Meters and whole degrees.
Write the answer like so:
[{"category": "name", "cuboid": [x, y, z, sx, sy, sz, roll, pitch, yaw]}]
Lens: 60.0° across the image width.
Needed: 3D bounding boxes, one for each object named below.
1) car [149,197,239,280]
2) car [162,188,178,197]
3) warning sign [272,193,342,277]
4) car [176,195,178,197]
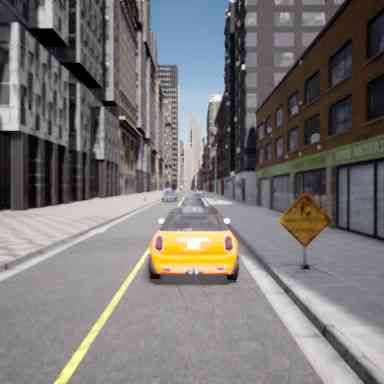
[{"category": "car", "cuboid": [0.063, 1.173, 9.513, 2.097, 1.767, 4.553, 0, 1, 1]}, {"category": "car", "cuboid": [-3.080, 0.466, 46.844, 2.097, 1.767, 4.553, 0, 1, 0]}, {"category": "warning sign", "cuboid": [2.707, 0.965, 8.004, 1.300, 1.860, 1.060, -1, 0, 0]}, {"category": "car", "cuboid": [0.067, 1.073, 25.180, 2.033, 1.411, 5.357, 0, 1, 0]}]
